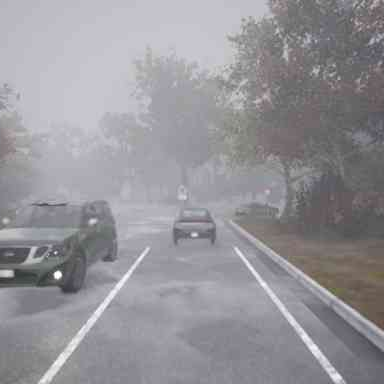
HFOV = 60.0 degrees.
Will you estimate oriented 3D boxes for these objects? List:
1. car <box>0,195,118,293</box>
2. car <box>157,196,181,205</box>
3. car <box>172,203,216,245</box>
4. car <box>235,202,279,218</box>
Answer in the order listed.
[{"bbox_3d":[-3.590,1.229,9.203,2.150,2.045,5.566,0,0,0],"label":"car"},{"bbox_3d":[-3.889,1.526,60.628,5.008,1.535,1.882,0,0,-7],"label":"car"},{"bbox_3d":[0.103,1.503,15.689,2.128,1.511,4.902,0,0,0],"label":"car"},{"bbox_3d":[6.013,1.589,30.668,4.181,1.385,1.994,0,0,-29],"label":"car"}]
